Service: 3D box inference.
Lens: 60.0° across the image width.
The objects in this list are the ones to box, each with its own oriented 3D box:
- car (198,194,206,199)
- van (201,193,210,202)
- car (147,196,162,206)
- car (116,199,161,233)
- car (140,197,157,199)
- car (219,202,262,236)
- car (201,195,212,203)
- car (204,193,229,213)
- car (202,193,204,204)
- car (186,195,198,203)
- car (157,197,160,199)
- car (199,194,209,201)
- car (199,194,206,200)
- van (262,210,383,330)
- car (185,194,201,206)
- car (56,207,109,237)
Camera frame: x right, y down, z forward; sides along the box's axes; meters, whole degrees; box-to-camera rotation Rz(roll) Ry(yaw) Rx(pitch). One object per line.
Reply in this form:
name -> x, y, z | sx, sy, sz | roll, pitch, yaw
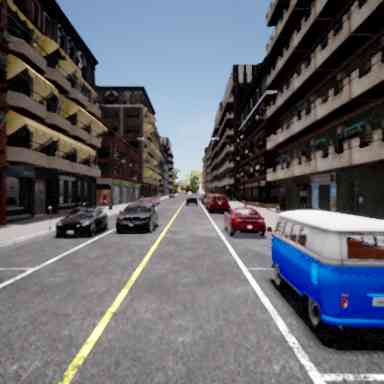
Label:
car -> 2.670, 1.233, 90.137 | 1.802, 1.307, 4.206 | 1, 0, 0
van -> 2.681, 1.077, 67.851 | 1.690, 1.788, 3.998 | 1, 0, 0
car -> -5.697, 1.381, 51.176 | 1.802, 1.307, 4.206 | 1, 0, 0
car -> -3.054, 1.401, 19.280 | 1.882, 1.535, 5.008 | 0, 0, 0
car -> -5.693, 1.387, 40.034 | 1.887, 1.381, 4.507 | 1, 0, 0
car -> 2.695, 1.474, 17.712 | 1.887, 1.381, 4.507 | 1, 0, 0
car -> 2.680, 1.302, 62.282 | 1.887, 1.381, 4.507 | 1, 0, 0
car -> 2.692, 1.179, 34.425 | 2.192, 1.841, 5.009 | 1, 0, 0
car -> 2.690, 1.158, 39.995 | 2.192, 1.841, 5.009 | 1, 0, 0
car -> -0.021, 1.252, 61.395 | 2.128, 1.511, 4.902 | 0, 0, 0
car -> -5.695, 1.403, 45.605 | 1.802, 1.307, 4.206 | 1, 0, 0
car -> 2.676, 1.265, 73.423 | 2.008, 1.369, 4.403 | 1, 0, 0
car -> 2.672, 1.197, 84.735 | 1.752, 1.417, 4.829 | 1, 0, 0
van -> 2.701, 1.315, 6.571 | 1.690, 1.788, 3.998 | 1, 0, 0
car -> -0.017, 1.304, 51.253 | 1.837, 1.490, 4.892 | 0, 0, 0
car -> -5.686, 1.495, 17.749 | 1.947, 1.339, 4.313 | 1, 0, 0
